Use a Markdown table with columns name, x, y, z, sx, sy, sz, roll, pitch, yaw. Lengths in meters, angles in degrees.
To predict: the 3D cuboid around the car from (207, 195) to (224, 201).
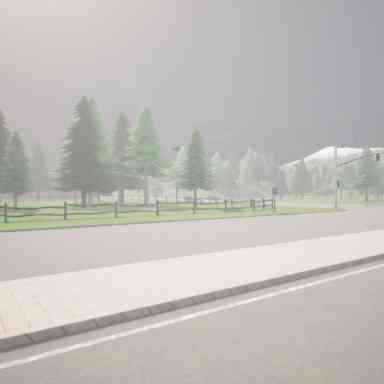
| name | x | y | z | sx | sy | sz | roll | pitch | yaw |
| --- | --- | --- | --- | --- | --- | --- | --- | --- | --- |
| car | 5.963 | 1.508 | 85.058 | 2.033 | 1.411 | 5.357 | 0 | 0 | -35 |

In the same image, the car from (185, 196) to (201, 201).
| name | x | y | z | sx | sy | sz | roll | pitch | yaw |
| --- | --- | --- | --- | --- | --- | --- | --- | --- | --- |
| car | 0.233 | 1.564 | 81.038 | 1.895 | 1.301 | 4.718 | 0 | 0 | -35 |
